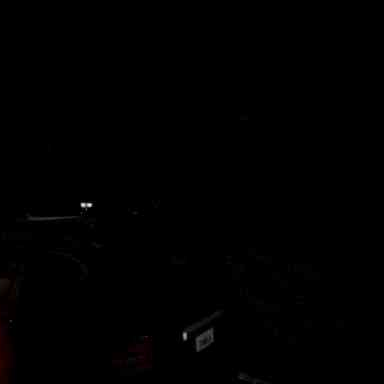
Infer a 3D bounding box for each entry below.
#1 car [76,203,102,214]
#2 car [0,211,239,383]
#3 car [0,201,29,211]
[{"bbox_3d":[-10.143,1.874,36.149,1.895,1.301,4.718,-1,-1,36],"label":"car"},{"bbox_3d":[-1.833,1.321,4.179,5.009,1.841,2.192,0,-1,36],"label":"car"},{"bbox_3d":[-16.145,1.540,27.909,2.097,1.767,4.553,-1,-1,36],"label":"car"}]
